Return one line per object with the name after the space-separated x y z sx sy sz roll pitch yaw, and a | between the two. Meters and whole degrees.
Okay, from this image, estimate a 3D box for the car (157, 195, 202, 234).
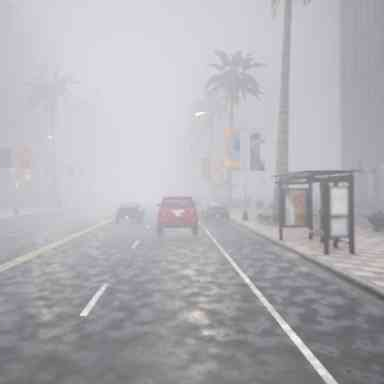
-0.836 1.206 19.157 2.150 2.045 5.566 0 0 -3 | car

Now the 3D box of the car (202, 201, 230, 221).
1.780 1.436 26.359 2.231 1.521 4.892 0 0 -3 | car

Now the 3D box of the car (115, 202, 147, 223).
-4.679 1.514 25.643 1.837 1.490 4.892 0 0 -3 | car

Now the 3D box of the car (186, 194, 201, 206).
0.246 1.288 55.694 2.185 1.767 4.553 0 0 -3 | car

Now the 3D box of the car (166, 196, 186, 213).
-1.797 1.323 37.449 2.097 1.767 4.553 0 0 -3 | car

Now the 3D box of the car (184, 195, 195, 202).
-0.598 1.428 77.610 2.161 1.482 4.786 0 0 -3 | car
